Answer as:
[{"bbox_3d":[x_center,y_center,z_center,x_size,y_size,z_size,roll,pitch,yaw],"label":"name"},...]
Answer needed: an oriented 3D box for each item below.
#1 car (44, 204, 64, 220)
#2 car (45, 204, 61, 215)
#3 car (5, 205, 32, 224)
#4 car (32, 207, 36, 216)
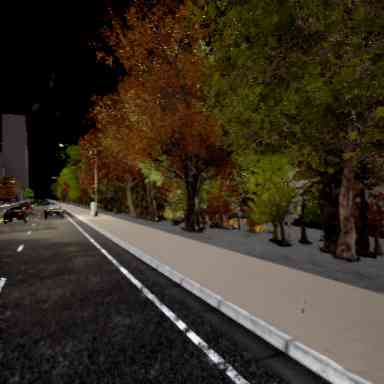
[{"bbox_3d":[-15.009,2.154,36.215,2.128,1.511,4.902,-1,-1,-23],"label":"car"},{"bbox_3d":[-19.201,2.407,45.914,1.994,1.385,4.181,-1,-1,-23],"label":"car"},{"bbox_3d":[-16.488,2.147,31.449,1.837,1.490,4.892,-1,-1,-24],"label":"car"},{"bbox_3d":[-21.527,2.384,43.096,1.812,1.442,4.674,-1,-1,-23],"label":"car"}]
